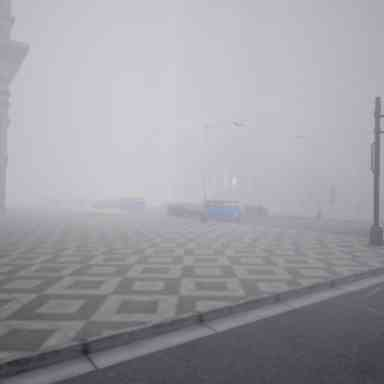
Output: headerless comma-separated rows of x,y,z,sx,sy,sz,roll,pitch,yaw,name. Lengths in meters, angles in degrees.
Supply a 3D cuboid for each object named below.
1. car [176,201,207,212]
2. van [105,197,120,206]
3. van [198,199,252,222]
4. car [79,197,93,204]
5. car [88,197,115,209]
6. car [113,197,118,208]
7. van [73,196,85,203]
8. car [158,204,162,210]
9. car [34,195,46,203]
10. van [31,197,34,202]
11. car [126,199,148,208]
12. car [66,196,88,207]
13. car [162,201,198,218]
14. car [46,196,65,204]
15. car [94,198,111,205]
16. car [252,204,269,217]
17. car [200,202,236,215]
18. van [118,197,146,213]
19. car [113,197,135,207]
-0.119,1.980,45.324,1.887,1.381,4.507,2,-1,-36,car
-16.224,1.883,67.772,1.690,1.788,3.998,2,-1,-36,van
2.588,1.490,26.890,1.690,1.788,3.998,2,-1,-36,van
-25.891,2.046,81.237,1.967,1.590,4.097,2,-1,-36,car
-13.515,1.835,49.335,1.802,1.307,4.206,2,-1,-36,car
-12.044,1.836,52.047,1.837,1.490,4.892,2,-1,-36,car
-29.111,1.968,85.727,1.690,1.788,3.998,2,-1,-36,van
-3.439,1.982,49.951,1.752,1.417,4.829,2,-1,-36,car
-36.049,1.718,80.767,2.192,1.841,5.009,2,-1,-36,car
-39.269,1.767,85.257,1.690,1.788,3.998,2,-1,-36,van
-9.784,2.043,58.791,1.887,1.381,4.507,2,-1,-36,car
-19.954,1.847,58.315,2.008,1.369,4.403,2,-1,-36,car
-0.635,1.714,31.377,1.887,1.381,4.507,2,-1,-36,car
-29.514,1.885,71.647,1.752,1.417,4.829,2,-1,-36,car
-19.449,2.114,72.257,2.008,1.369,4.403,2,-1,-36,car
6.325,1.938,36.346,1.887,1.381,4.507,2,-1,-36,car
3.103,1.959,40.835,1.887,1.381,4.507,2,-1,-36,car
-7.071,1.552,40.359,1.690,1.788,3.998,2,-1,-36,van
-13.002,1.835,63.283,2.192,1.841,5.009,2,-1,-36,car
